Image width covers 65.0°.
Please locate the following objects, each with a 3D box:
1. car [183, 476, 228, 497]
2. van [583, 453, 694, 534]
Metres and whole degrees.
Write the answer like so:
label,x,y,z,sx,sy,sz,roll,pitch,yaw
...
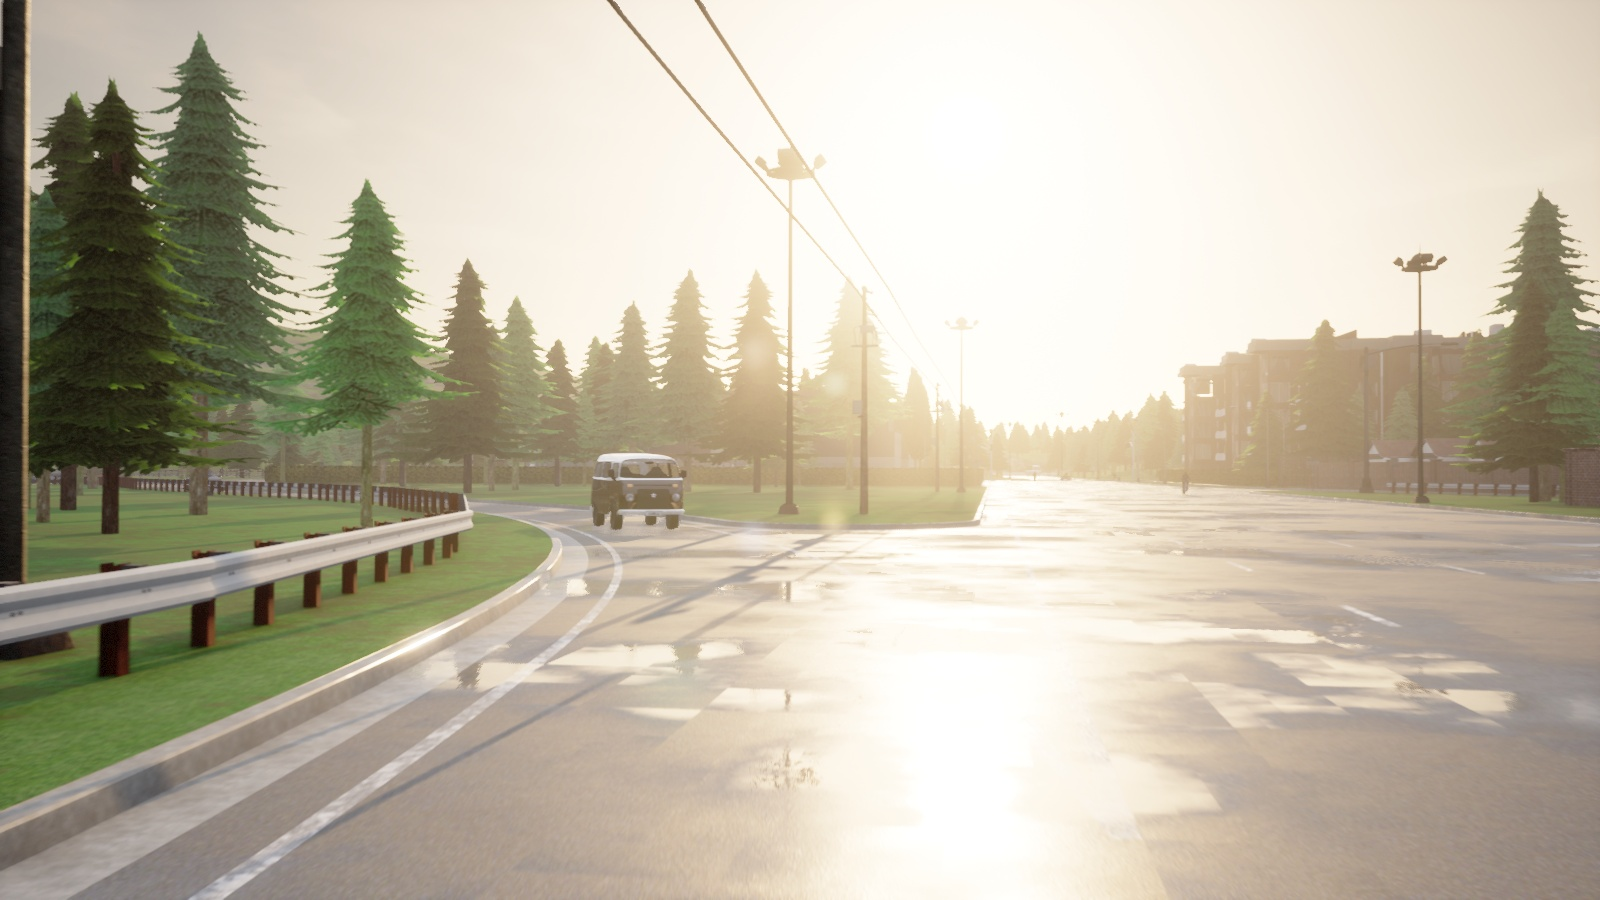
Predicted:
label,x,y,z,sx,sy,sz,roll,pitch,yaw
car,-41.339,2.512,87.254,1.994,1.385,4.181,0,-1,-37
van,-4.455,1.128,34.096,2.069,2.038,4.480,0,-1,-20
